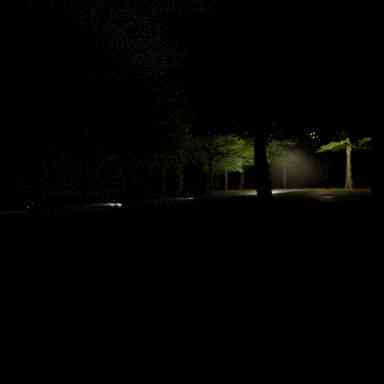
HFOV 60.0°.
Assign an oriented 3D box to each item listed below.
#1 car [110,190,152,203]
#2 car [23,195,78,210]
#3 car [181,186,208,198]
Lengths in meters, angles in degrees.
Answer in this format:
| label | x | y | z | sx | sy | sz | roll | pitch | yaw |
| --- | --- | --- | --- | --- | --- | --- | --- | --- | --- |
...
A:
| label | x | y | z | sx | sy | sz | roll | pitch | yaw |
| --- | --- | --- | --- | --- | --- | --- | --- | --- | --- |
| car | -7.170 | 0.505 | 39.619 | 2.033 | 1.411 | 5.357 | -1 | 2 | 37 |
| car | -13.374 | 0.961 | 31.537 | 1.895 | 1.301 | 4.718 | -1 | 2 | 37 |
| car | 0.324 | -0.035 | 49.336 | 1.882 | 1.535 | 5.008 | -1 | 2 | 38 |
